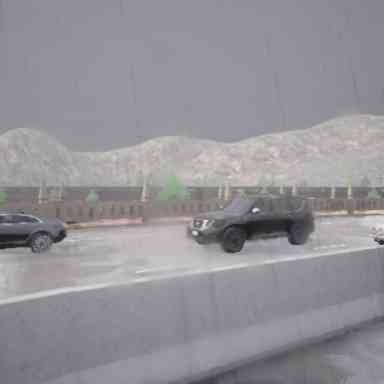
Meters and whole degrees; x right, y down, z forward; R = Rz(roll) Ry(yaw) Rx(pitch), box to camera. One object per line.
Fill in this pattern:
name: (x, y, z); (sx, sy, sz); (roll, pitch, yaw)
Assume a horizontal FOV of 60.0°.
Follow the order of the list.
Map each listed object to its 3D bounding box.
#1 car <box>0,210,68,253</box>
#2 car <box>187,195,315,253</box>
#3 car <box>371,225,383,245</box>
car: (-6.965, 1.425, 11.709); (4.902, 1.511, 2.128); (0, 0, -34)
car: (2.533, 1.154, 13.577); (5.566, 2.045, 2.150); (0, 0, -29)
car: (9.448, 1.541, 13.294); (4.718, 1.301, 1.895); (0, 0, -26)
